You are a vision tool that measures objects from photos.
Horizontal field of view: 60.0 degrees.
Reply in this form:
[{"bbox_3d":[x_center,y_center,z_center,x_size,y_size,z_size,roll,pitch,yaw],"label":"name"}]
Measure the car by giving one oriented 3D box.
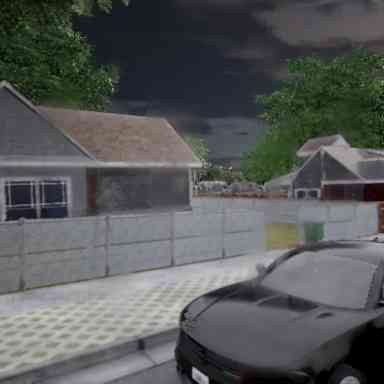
[{"bbox_3d":[2.111,1.455,4.560,5.008,1.535,1.882,0,0,-35],"label":"car"}]
